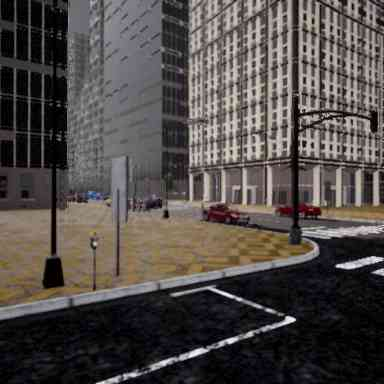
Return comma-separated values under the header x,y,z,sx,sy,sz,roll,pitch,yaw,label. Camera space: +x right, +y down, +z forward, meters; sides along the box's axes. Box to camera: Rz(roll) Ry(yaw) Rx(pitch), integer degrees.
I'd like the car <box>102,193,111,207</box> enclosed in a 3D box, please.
x,y,z,sx,sy,sz,roll,pitch,yaw,label
-9.443,1.194,42.029,1.752,1.417,4.829,1,0,-33,car

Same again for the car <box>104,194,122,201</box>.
x,y,z,sx,sy,sz,roll,pitch,yaw,label
-15.409,1.015,64.845,1.947,1.339,4.313,1,0,-36,car

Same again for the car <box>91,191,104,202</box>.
x,y,z,sx,sy,sz,roll,pitch,yaw,label
-14.311,0.820,54.080,1.882,1.535,5.008,0,1,-35,car

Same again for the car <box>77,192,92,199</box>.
x,y,z,sx,sy,sz,roll,pitch,yaw,label
-25.323,0.805,78.110,1.887,1.381,4.507,1,0,-38,car

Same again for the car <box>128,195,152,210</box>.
x,y,z,sx,sy,sz,roll,pitch,yaw,label
-6.516,1.310,37.518,1.802,1.307,4.206,1,0,-32,car

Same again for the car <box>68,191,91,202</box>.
x,y,z,sx,sy,sz,roll,pitch,yaw,label
-18.922,1.023,55.955,1.887,1.381,4.507,1,0,-35,car

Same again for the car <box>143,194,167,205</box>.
x,y,z,sx,sy,sz,roll,pitch,yaw,label
-5.829,1.075,51.352,1.967,1.590,4.097,1,0,-34,car

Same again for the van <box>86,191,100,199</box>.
x,y,z,sx,sy,sz,roll,pitch,yaw,label
-21.961,0.665,73.721,1.690,1.788,3.998,1,0,-37,van

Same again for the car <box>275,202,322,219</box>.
x,y,z,sx,sy,sz,roll,pitch,yaw,label
8.954,1.515,28.180,1.802,1.307,4.206,1,0,-32,car

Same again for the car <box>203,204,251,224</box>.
x,y,z,sx,sy,sz,roll,pitch,yaw,label
2.313,1.491,23.520,1.802,1.307,4.206,1,0,-32,car

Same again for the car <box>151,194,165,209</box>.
x,y,z,sx,sy,sz,roll,pitch,yaw,label
-5.162,1.284,40.176,1.994,1.385,4.181,0,1,-33,car
